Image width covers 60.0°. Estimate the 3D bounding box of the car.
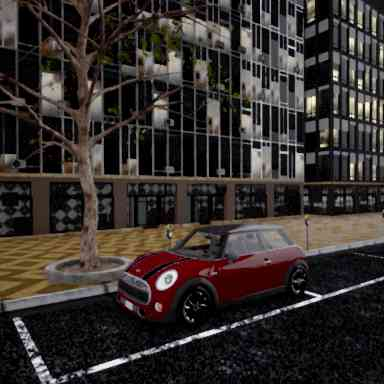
[{"bbox_3d":[0.528,1.439,6.938,4.097,1.590,1.967,0,0,-35],"label":"car"}]
